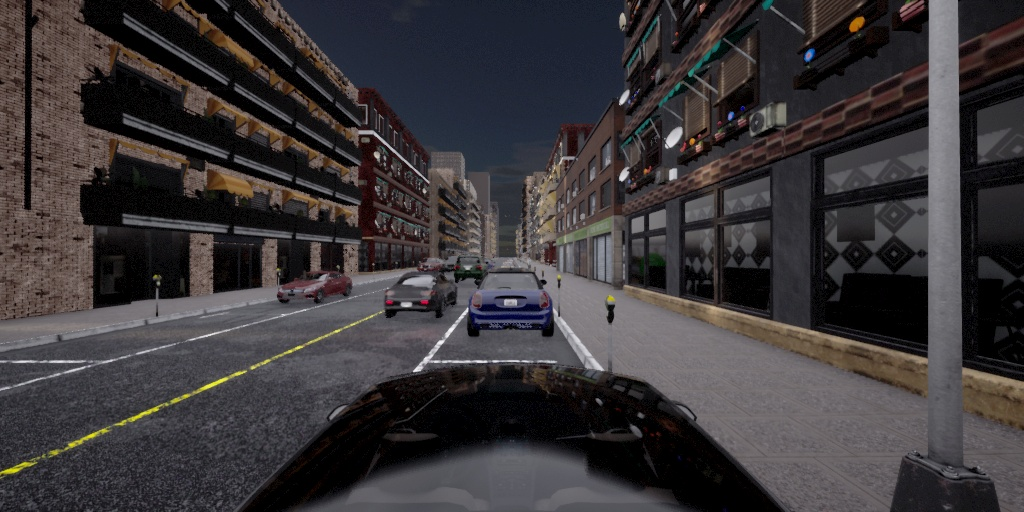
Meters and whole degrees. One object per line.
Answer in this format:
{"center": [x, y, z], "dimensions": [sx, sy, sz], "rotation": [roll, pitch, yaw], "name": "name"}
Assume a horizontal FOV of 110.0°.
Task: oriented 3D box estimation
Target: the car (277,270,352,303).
{"center": [-8.837, 1.333, 16.462], "dimensions": [1.802, 1.307, 4.207], "rotation": [0, 0, 0], "name": "car"}

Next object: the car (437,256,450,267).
{"center": [-6.231, 0.970, 39.197], "dimensions": [2.150, 2.045, 5.566], "rotation": [0, 0, 0], "name": "car"}

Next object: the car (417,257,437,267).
{"center": [-8.837, 1.064, 39.007], "dimensions": [2.192, 1.841, 5.009], "rotation": [0, 0, 0], "name": "car"}

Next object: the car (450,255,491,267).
{"center": [-3.062, 0.971, 27.574], "dimensions": [2.150, 2.045, 5.566], "rotation": [0, 0, 0], "name": "car"}

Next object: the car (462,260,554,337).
{"center": [-0.032, 1.103, 10.469], "dimensions": [2.097, 1.767, 4.553], "rotation": [0, 0, 0], "name": "car"}

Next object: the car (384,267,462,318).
{"center": [-3.146, 1.276, 12.953], "dimensions": [1.812, 1.442, 4.674], "rotation": [0, 0, 0], "name": "car"}

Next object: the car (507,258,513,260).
{"center": [-0.456, 1.275, 39.173], "dimensions": [1.751, 1.417, 4.829], "rotation": [0, 0, 0], "name": "car"}
